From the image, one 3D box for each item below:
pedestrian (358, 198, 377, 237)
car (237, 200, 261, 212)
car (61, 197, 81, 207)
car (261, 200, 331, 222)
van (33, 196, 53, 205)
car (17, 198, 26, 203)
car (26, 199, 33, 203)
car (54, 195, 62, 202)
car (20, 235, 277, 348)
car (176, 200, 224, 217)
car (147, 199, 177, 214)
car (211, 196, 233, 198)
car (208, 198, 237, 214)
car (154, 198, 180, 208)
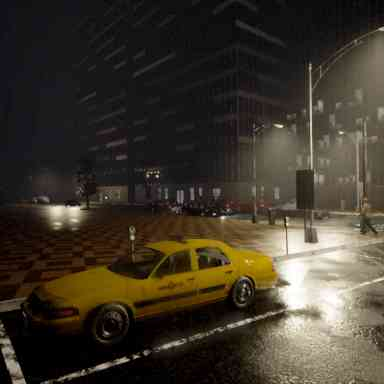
[{"bbox_3d":[8.102,1.135,15.340,0.375,1.860,0.375,-1,0,-35],"label":"pedestrian"},{"bbox_3d":[7.142,1.633,39.297,1.802,1.307,4.206,-2,1,-41],"label":"car"},{"bbox_3d":[-21.357,1.999,59.502,1.802,1.307,4.206,-2,1,-41],"label":"car"},{"bbox_3d":[8.910,1.665,28.374,2.033,1.411,5.357,-2,1,-41],"label":"car"},{"bbox_3d":[-32.415,1.851,72.315,1.690,1.788,3.998,-2,1,-41],"label":"van"},{"bbox_3d":[-43.353,2.125,85.005,1.752,1.417,4.829,-2,1,-41],"label":"car"},{"bbox_3d":[-35.985,2.065,76.461,1.752,1.417,4.829,-2,1,-41],"label":"car"},{"bbox_3d":[-33.453,1.942,86.355,1.887,1.381,4.507,-2,1,-41],"label":"car"},{"bbox_3d":[-0.478,1.524,6.235,4.829,1.417,1.752,0,-1,-35],"label":"car"},{"bbox_3d":[0.747,1.791,33.867,1.947,1.339,4.313,-2,1,-41],"label":"car"},{"bbox_3d":[-2.940,1.698,38.138,1.967,1.590,4.097,-2,1,-41],"label":"car"},{"bbox_3d":[3.444,1.399,43.569,2.192,1.841,5.009,-2,1,-41],"label":"car"},{"bbox_3d":[2.198,1.681,36.158,1.837,1.490,4.892,-2,1,-41],"label":"car"},{"bbox_3d":[-3.930,1.714,52.131,1.947,1.339,4.313,-2,1,-41],"label":"car"}]
